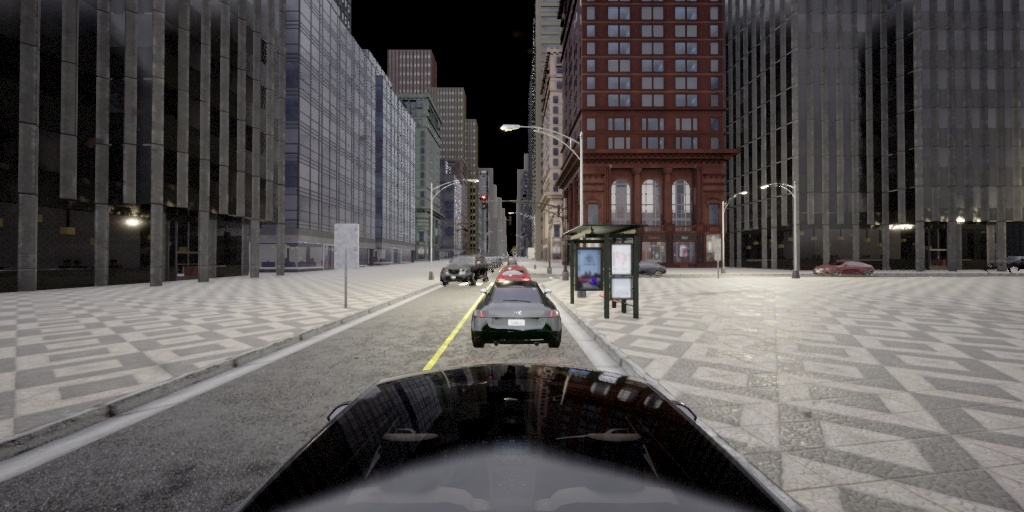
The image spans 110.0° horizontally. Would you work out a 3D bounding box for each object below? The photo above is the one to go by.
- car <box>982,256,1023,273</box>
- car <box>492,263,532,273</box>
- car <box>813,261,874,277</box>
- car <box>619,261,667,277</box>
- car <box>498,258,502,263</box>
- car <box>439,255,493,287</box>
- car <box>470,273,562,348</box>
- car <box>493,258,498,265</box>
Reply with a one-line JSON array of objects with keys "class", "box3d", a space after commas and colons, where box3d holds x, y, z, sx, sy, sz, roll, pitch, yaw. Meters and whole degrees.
[{"class": "car", "box3d": [46.696, 0.698, 33.114, 5.008, 1.535, 1.882, 0, -1, 0]}, {"class": "car", "box3d": [0.114, 1.268, 19.092, 1.812, 1.442, 4.674, 0, 0, 1]}, {"class": "car", "box3d": [30.680, 1.157, 33.209, 4.674, 1.442, 1.812, 0, -1, 0]}, {"class": "car", "box3d": [11.862, 1.224, 33.223, 4.674, 1.442, 1.812, -1, -1, -2]}, {"class": "car", "box3d": [-3.104, 1.161, 54.118, 2.128, 1.511, 4.902, 0, 0, 0]}, {"class": "car", "box3d": [-3.175, 0.959, 24.726, 2.150, 2.045, 5.566, -1, 0, 9]}, {"class": "car", "box3d": [0.097, 1.314, 9.257, 1.994, 1.385, 4.181, 0, 0, 0]}, {"class": "car", "box3d": [-3.100, 1.242, 44.190, 2.033, 1.411, 5.357, 0, 0, 0]}]
